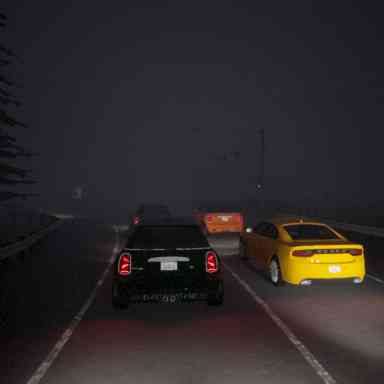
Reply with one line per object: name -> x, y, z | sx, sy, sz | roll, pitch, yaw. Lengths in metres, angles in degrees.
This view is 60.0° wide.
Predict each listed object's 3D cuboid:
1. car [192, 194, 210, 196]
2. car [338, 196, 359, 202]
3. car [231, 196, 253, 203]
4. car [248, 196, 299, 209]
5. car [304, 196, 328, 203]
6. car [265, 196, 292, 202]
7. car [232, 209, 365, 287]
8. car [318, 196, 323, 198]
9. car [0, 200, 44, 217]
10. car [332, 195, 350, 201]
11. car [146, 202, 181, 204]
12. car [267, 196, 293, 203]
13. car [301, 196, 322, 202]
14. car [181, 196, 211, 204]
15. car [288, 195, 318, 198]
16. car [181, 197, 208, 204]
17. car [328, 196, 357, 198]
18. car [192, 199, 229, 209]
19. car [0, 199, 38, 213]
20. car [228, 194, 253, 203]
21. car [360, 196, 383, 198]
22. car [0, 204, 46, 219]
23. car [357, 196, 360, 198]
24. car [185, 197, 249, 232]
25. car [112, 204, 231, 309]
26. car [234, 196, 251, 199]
car -> 1.336, 1.505, 59.992 | 4.892, 1.490, 1.837 | 0, 0, -19
car -> 36.149, 1.595, 76.718 | 4.718, 1.301, 1.895 | 0, 0, -29
car -> 10.562, 1.553, 70.436 | 4.181, 1.385, 1.994 | 0, 0, -19
car -> 8.968, 1.525, 36.500 | 4.674, 1.442, 1.812 | 0, 0, -19
car -> 27.009, 1.524, 72.402 | 4.674, 1.442, 1.812 | 0, 0, -19
car -> 19.059, 1.540, 73.337 | 5.357, 1.411, 2.033 | 0, 0, -19
car -> 2.730, 1.478, 9.456 | 1.882, 1.535, 5.008 | 0, 0, -6
car -> 27.321, 1.524, 68.797 | 4.674, 1.442, 1.812 | 0, 0, -19
car -> -16.772, 1.510, 31.411 | 4.892, 1.490, 1.837 | 0, 0, -19
car -> 36.278, 1.552, 80.888 | 4.181, 1.385, 1.994 | 0, 0, -29
car -> -2.111, 1.352, 16.902 | 2.097, 1.767, 4.553 | 0, 0, -12
car -> 18.350, 1.525, 69.396 | 4.902, 1.511, 2.128 | 0, 0, -19
car -> 27.459, 1.553, 76.347 | 4.181, 1.385, 1.994 | 0, 0, -21
car -> 0.654, 1.549, 41.060 | 5.357, 1.411, 2.033 | 0, 0, -19
car -> 20.954, 1.564, 62.950 | 4.181, 1.385, 1.994 | 0, 0, -19
car -> 0.514, 1.601, 63.404 | 4.718, 1.301, 1.895 | 0, 0, -19
car -> 29.284, 1.525, 65.787 | 4.902, 1.511, 2.128 | 0, 0, -19
car -> 2.501, 1.601, 45.389 | 4.718, 1.301, 1.895 | 0, 0, -19
car -> -20.147, 1.529, 37.666 | 4.674, 1.442, 1.812 | 0, 0, -19
car -> 9.730, 1.352, 66.501 | 4.553, 1.767, 2.097 | 0, 0, -18
car -> 38.651, 1.540, 70.075 | 5.357, 1.411, 2.033 | 0, 0, -29
car -> -14.993, 1.532, 28.320 | 4.674, 1.442, 1.812 | 0, 0, -19
car -> 36.690, 1.525, 73.008 | 4.902, 1.511, 2.128 | 0, 0, -25
car -> 1.203, 1.352, 18.342 | 2.097, 1.767, 4.553 | 0, 0, -12
car -> -0.631, 1.352, 8.095 | 2.097, 1.767, 4.553 | 0, 0, -6
car -> 7.135, 1.547, 39.574 | 5.357, 1.411, 2.033 | 0, 0, -19
